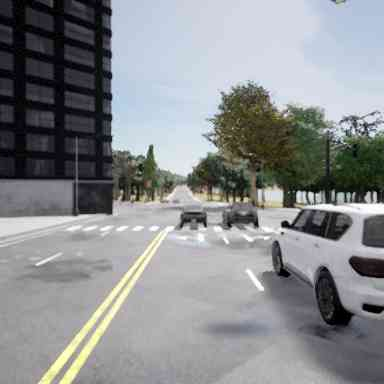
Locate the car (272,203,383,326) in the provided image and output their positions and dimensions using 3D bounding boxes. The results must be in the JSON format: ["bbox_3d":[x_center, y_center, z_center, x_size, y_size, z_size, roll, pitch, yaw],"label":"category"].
[{"bbox_3d":[3.351,1.246,7.247,2.150,2.045,5.566,0,0,0],"label":"car"}]

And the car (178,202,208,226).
[{"bbox_3d":[0.107,1.626,24.201,1.837,1.490,4.892,0,0,0],"label":"car"}]

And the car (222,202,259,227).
[{"bbox_3d":[3.358,1.468,23.759,2.097,1.767,4.553,0,0,0],"label":"car"}]

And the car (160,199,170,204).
[{"bbox_3d":[-7.673,2.533,91.706,2.033,1.411,5.357,0,-1,-2],"label":"car"}]

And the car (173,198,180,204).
[{"bbox_3d":[-4.424,2.515,91.808,1.812,1.442,4.674,0,-1,-2],"label":"car"}]
